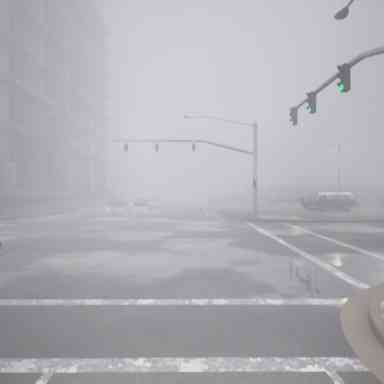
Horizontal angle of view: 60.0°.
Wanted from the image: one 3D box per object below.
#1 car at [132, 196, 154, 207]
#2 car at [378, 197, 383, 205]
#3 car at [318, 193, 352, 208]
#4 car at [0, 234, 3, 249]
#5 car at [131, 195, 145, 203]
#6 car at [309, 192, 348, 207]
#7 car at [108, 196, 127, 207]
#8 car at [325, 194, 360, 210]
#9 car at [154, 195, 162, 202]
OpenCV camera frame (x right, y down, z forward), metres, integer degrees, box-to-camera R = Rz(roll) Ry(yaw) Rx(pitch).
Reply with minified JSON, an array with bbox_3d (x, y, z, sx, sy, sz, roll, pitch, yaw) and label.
[{"bbox_3d":[-7.313,1.457,48.485,2.033,1.411,5.357,0,0,0],"label":"car"},{"bbox_3d":[36.773,1.306,61.084,3.905,1.438,1.784,0,0,0],"label":"car"},{"bbox_3d":[21.598,1.326,50.090,3.905,1.438,1.784,0,0,0],"label":"car"},{"bbox_3d":[-9.125,1.503,11.332,4.902,1.511,2.128,0,0,0],"label":"car"},{"bbox_3d":[-10.693,1.430,66.094,2.033,1.411,5.357,0,0,0],"label":"car"},{"bbox_3d":[21.572,1.111,52.773,4.605,1.855,1.932,0,0,0],"label":"car"},{"bbox_3d":[-10.808,1.387,48.524,1.882,1.535,5.008,0,0,0],"label":"car"},{"bbox_3d":[21.571,1.363,47.195,3.806,1.475,1.970,0,0,0],"label":"car"},{"bbox_3d":[-7.177,1.424,68.906,2.033,1.411,5.357,0,0,0],"label":"car"}]
